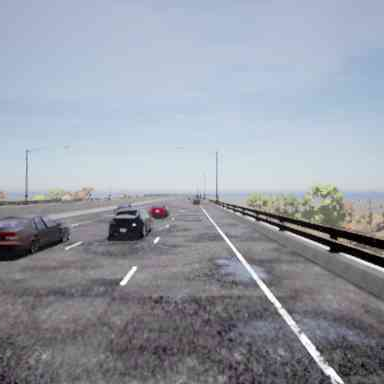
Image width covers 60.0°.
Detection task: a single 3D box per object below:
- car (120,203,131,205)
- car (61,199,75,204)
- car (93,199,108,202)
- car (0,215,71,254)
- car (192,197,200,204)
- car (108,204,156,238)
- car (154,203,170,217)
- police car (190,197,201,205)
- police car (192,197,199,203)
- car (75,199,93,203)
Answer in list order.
[{"bbox_3d":[-6.917,1.873,35.046,1.994,1.385,4.181,0,-1,0],"label":"car"},{"bbox_3d":[-24.530,2.131,66.099,1.994,1.385,4.181,0,0,0],"label":"car"},{"bbox_3d":[-17.530,2.133,66.142,1.994,1.385,4.181,0,0,0],"label":"car"},{"bbox_3d":[-6.909,1.672,14.065,2.033,1.411,5.357,0,-1,0],"label":"car"},{"bbox_3d":[1.012,2.208,85.689,1.801,1.575,5.366,0,0,0],"label":"car"},{"bbox_3d":[-3.410,1.673,18.932,1.837,1.490,4.892,0,0,0],"label":"car"},{"bbox_3d":[-3.417,1.872,34.884,1.994,1.385,4.181,0,-1,0],"label":"car"},{"bbox_3d":[1.016,2.090,75.610,1.930,1.638,5.238,0,0,0],"label":"police car"},{"bbox_3d":[1.009,2.228,91.609,1.930,1.638,5.238,0,0,0],"label":"police car"},{"bbox_3d":[-21.030,2.126,66.935,2.033,1.411,5.357,0,0,0],"label":"car"}]
